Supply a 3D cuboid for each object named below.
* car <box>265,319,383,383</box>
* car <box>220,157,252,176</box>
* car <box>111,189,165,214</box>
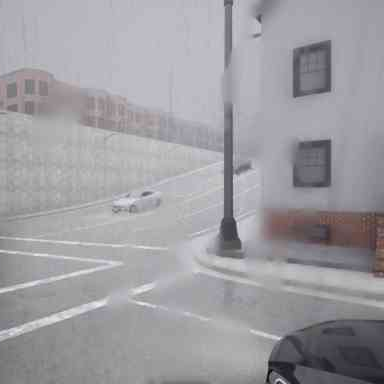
[{"bbox_3d":[2.752,1.526,2.008,4.674,1.442,1.812,0,0,36],"label":"car"},{"bbox_3d":[4.996,-3.003,37.676,2.097,1.767,4.553,0,14,35],"label":"car"},{"bbox_3d":[-3.969,0.600,24.930,1.812,1.442,4.674,0,8,35],"label":"car"}]
